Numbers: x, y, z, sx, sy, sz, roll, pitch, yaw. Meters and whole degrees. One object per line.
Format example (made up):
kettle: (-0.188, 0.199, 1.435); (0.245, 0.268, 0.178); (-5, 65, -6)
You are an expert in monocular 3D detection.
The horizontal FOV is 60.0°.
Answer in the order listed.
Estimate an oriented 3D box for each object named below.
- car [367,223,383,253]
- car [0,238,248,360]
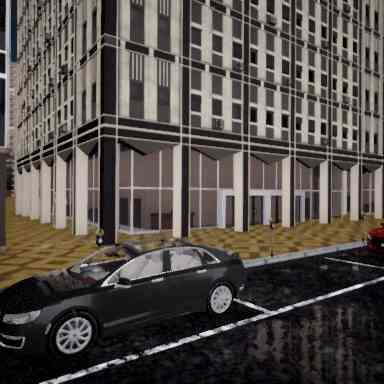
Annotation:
car: (8.304, 1.547, 12.477); (4.507, 1.381, 1.887); (0, 0, -35)
car: (-0.959, 1.550, 5.870); (4.403, 1.369, 2.008); (0, 0, -35)
